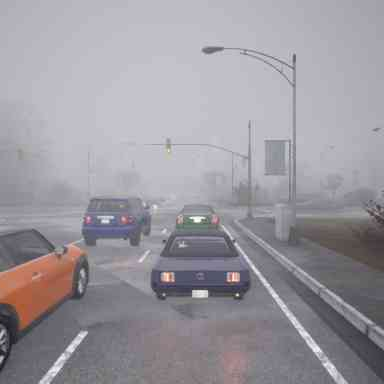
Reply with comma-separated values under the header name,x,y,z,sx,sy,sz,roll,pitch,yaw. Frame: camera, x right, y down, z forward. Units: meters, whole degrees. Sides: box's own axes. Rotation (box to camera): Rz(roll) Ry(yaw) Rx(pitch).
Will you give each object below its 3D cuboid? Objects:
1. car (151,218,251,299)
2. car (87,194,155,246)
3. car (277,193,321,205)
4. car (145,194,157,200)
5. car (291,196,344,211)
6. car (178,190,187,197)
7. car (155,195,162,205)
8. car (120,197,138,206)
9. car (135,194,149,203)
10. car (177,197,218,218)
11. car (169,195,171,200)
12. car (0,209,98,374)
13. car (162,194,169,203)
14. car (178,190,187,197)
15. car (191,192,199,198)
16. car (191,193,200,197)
name,x,y,z,sx,sy,sz,roll,pitch,yaw
car,0.175,1.591,8.367,1.895,1.301,4.718,0,0,0
car,-3.250,1.193,15.285,2.150,2.045,5.566,0,0,1
car,13.413,1.098,41.210,5.566,2.045,2.150,0,0,-2
car,-9.515,1.166,78.150,2.033,1.411,5.357,0,1,1
car,14.314,1.436,37.748,5.357,1.411,2.033,0,0,-3
car,-2.447,1.030,84.282,2.128,1.511,4.902,0,1,0
car,-6.424,1.355,54.143,1.812,1.442,4.674,0,0,1
car,-9.940,1.434,52.961,1.895,1.301,4.718,0,0,1
car,-9.732,1.258,64.728,1.882,1.535,5.008,0,1,1
car,0.278,1.316,17.360,2.097,1.767,4.553,0,0,1
car,-6.029,1.166,77.064,2.128,1.511,4.902,0,1,1
car,-3.342,1.347,5.586,2.097,1.767,4.553,0,0,0
car,-6.215,1.253,65.420,1.882,1.535,5.008,0,1,1
car,-2.697,0.411,94.420,2.150,2.045,5.566,0,1,-7
car,0.802,0.827,94.594,1.994,1.385,4.181,0,1,-4
car,1.054,1.038,84.170,2.128,1.511,4.902,0,1,0
